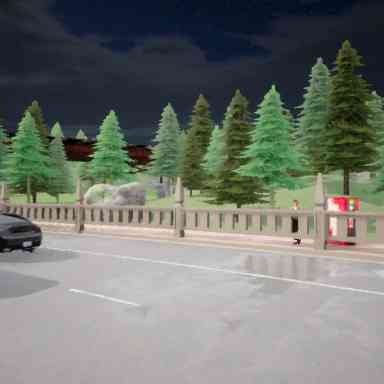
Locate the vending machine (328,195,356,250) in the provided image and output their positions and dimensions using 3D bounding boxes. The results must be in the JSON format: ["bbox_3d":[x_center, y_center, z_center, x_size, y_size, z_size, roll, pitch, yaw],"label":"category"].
[{"bbox_3d":[6.079,1.195,13.466,0.880,2.100,1.100,0,0,33],"label":"vending machine"}]

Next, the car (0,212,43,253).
[{"bbox_3d":[-7.693,1.505,12.349,4.892,1.490,1.837,0,0,28],"label":"car"}]

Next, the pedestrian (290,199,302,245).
[{"bbox_3d":[4.069,1.142,13.004,0.375,1.860,0.375,0,0,33],"label":"pedestrian"}]
